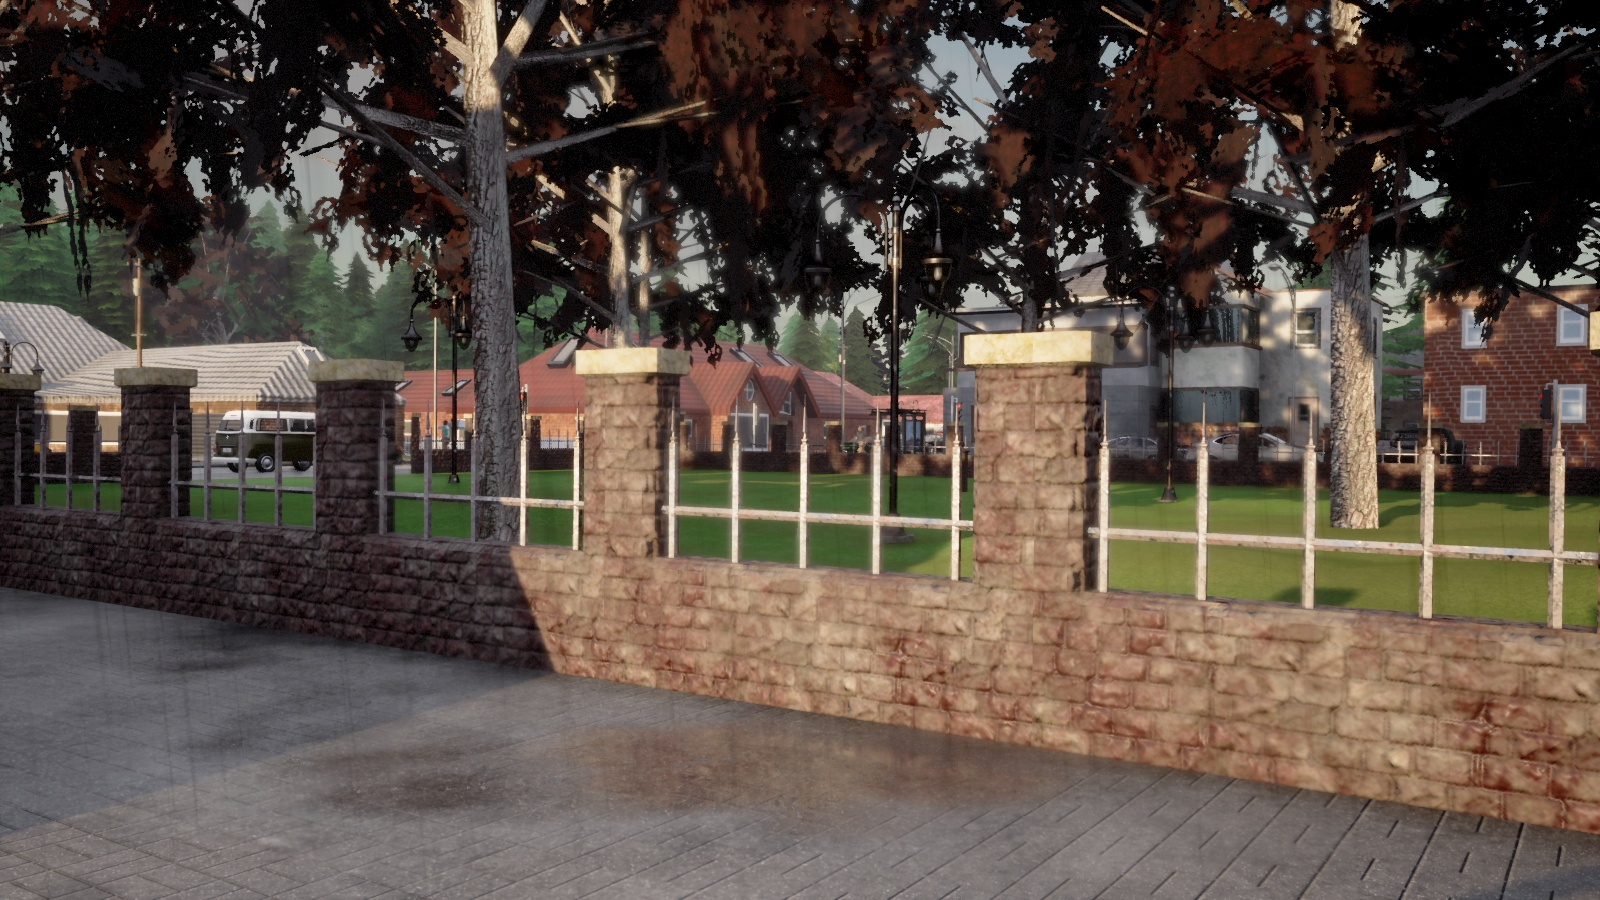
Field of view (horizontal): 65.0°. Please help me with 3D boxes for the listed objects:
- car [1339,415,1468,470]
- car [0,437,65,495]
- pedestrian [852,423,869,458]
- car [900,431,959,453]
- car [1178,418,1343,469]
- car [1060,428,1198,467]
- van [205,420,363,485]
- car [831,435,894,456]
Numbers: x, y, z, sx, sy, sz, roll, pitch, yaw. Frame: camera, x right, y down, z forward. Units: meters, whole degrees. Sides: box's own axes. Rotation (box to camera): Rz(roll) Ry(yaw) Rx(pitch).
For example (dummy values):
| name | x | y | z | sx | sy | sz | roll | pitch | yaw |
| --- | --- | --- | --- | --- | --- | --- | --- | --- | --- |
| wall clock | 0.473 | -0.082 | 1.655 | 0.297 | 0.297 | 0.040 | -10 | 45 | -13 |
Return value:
| name | x | y | z | sx | sy | sz | roll | pitch | yaw |
| --- | --- | --- | --- | --- | --- | --- | --- | --- | --- |
| car | 21.325 | -0.273 | 44.418 | 3.866 | 1.878 | 1.905 | 0 | 1 | 34 |
| car | -22.672 | 0.457 | 33.476 | 1.882 | 1.535 | 5.008 | 0 | 1 | 32 |
| pedestrian | 3.282 | -0.519 | 68.107 | 0.694 | 1.848 | 0.540 | -1 | 1 | -41 |
| car | 9.185 | -0.564 | 88.792 | 2.163 | 1.488 | 4.792 | 0 | 1 | 34 |
| car | 15.818 | -0.223 | 43.176 | 5.027 | 1.651 | 2.152 | 0 | 1 | 31 |
| car | 13.053 | -0.112 | 49.923 | 4.902 | 1.511 | 2.128 | 0 | 1 | 34 |
| van | -17.129 | 0.038 | 41.871 | 2.069 | 2.038 | 4.480 | 0 | 1 | 32 |
| car | 4.089 | -0.313 | 81.110 | 1.895 | 1.301 | 4.718 | 0 | 1 | 34 |
